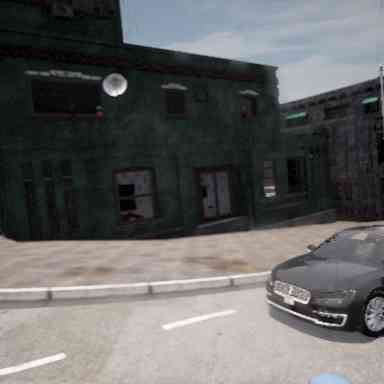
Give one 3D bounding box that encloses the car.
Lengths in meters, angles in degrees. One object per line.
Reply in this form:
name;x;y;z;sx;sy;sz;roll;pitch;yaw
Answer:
car;3.656;1.480;6.602;4.892;1.490;1.837;-1;1;-31
